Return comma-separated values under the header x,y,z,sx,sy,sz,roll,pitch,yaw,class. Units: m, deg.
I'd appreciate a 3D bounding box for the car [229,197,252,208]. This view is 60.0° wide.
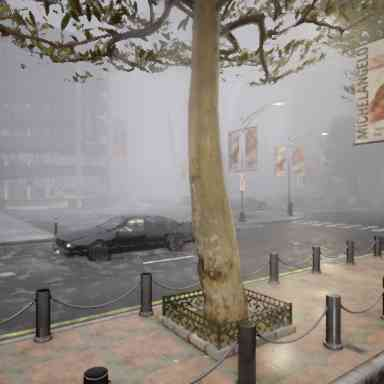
x,y,z,sx,sy,sz,roll,pitch,yaw,class
5.660,1.546,48.129,2.033,1.411,5.357,0,0,-36,car

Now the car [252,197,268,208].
x,y,z,sx,sy,sz,roll,pitch,yaw,class
8.967,1.476,49.519,1.882,1.535,5.008,0,0,-37,car

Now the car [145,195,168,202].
x,y,z,sx,sy,sz,roll,pitch,yaw,class
-8.332,1.523,77.517,4.902,1.511,2.128,0,0,26,car

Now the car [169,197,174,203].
x,y,z,sx,sy,sz,roll,pitch,yaw,class
-5.708,1.488,67.309,4.902,1.511,2.128,0,0,40,car

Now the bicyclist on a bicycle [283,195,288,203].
x,y,z,sx,sy,sz,roll,pitch,yaw,class
17.566,1.298,62.343,1.656,1.620,0.582,0,0,-36,bicyclist on a bicycle

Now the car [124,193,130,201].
x,y,z,sx,sy,sz,roll,pitch,yaw,class
-17.888,1.163,81.215,5.566,2.045,2.150,0,0,11,car

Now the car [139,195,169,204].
x,y,z,sx,sy,sz,roll,pitch,yaw,class
-7.633,1.545,64.261,5.357,1.411,2.033,0,0,39,car

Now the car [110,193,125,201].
x,y,z,sx,sy,sz,roll,pitch,yaw,class
-18.821,1.543,77.841,4.718,1.301,1.895,0,0,11,car

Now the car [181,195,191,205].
x,y,z,sx,sy,sz,roll,pitch,yaw,class
0.177,1.350,55.536,2.097,1.767,4.553,0,0,-38,car

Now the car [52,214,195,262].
x,y,z,sx,sy,sz,roll,pitch,yaw,class
-2.165,1.547,12.296,5.357,1.411,2.033,0,0,-36,car

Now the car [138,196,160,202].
x,y,z,sx,sy,sz,roll,pitch,yaw,class
-9.545,1.522,74.216,4.674,1.442,1.812,0,0,26,car
